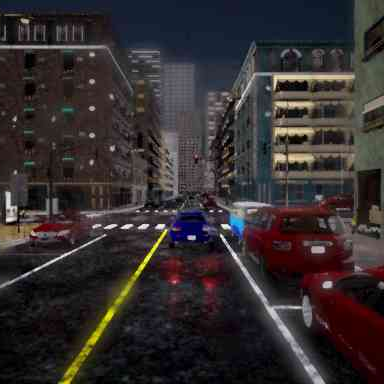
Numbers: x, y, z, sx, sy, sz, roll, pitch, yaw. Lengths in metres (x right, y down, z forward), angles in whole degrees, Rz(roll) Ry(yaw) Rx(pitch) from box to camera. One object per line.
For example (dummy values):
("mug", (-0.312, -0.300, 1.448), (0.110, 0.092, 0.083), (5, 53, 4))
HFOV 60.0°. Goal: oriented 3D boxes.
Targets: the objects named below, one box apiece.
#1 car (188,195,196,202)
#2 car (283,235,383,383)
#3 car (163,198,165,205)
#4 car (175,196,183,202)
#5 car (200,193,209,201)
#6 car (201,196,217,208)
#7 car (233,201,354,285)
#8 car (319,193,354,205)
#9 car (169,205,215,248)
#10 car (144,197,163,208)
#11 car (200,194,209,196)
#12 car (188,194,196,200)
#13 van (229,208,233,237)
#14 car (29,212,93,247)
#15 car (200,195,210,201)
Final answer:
("car", (-0.001, 1.446, 73.499), (2.128, 1.511, 4.902), (0, 0, 0))
("car", (2.684, 1.542, 3.924), (1.887, 1.381, 4.507), (0, 0, 0))
("car", (-5.698, 1.574, 58.434), (1.947, 1.339, 4.313), (0, 0, 0))
("car", (-3.001, 1.611, 77.450), (1.895, 1.301, 4.718), (0, 0, 0))
("car", (3.107, 1.247, 84.973), (2.150, 2.045, 5.566), (0, 0, 0))
("car", (2.684, 1.585, 47.375), (1.802, 1.307, 4.206), (0, 0, 0))
("car", (2.682, 1.312, 9.453), (2.192, 1.841, 5.009), (0, 0, 0))
("car", (15.759, 1.030, 34.513), (5.009, 1.841, 2.192), (-1, 1, 0))
("car", (0.000, 1.531, 14.650), (1.812, 1.442, 4.674), (0, 0, 0))
("car", (-5.697, 1.568, 47.387), (1.947, 1.339, 4.313), (0, 0, 0))
("car", (2.683, 1.556, 63.945), (1.887, 1.381, 4.507), (0, 0, 0))
("car", (0.000, 1.385, 86.836), (1.812, 1.442, 4.674), (0, 0, 0))
("van", (2.682, 1.338, 14.980), (1.690, 1.788, 3.998), (0, 0, 0))
("car", (-5.697, 1.579, 14.981), (1.802, 1.307, 4.206), (0, 0, 0))
("car", (2.684, 1.571, 52.898), (1.947, 1.339, 4.313), (0, 0, 0))
